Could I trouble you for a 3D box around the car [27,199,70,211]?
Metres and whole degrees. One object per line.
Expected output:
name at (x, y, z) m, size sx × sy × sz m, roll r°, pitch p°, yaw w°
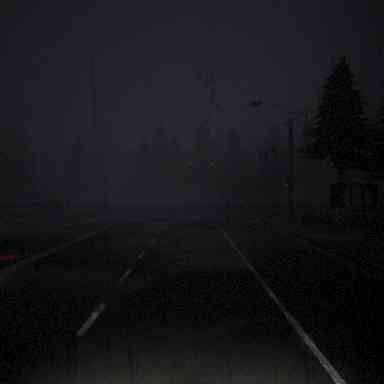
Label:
car at (-16.902, 1.462, 39.032) m, size 4.718 × 1.301 × 1.895 m, roll 0°, pitch 0°, yaw 14°
